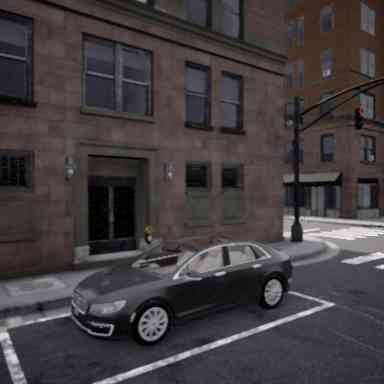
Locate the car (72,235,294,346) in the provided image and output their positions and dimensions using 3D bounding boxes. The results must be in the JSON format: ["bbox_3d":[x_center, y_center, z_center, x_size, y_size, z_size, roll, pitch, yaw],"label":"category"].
[{"bbox_3d":[0.058,1.541,6.231,4.403,1.369,2.008,0,0,-36],"label":"car"}]
